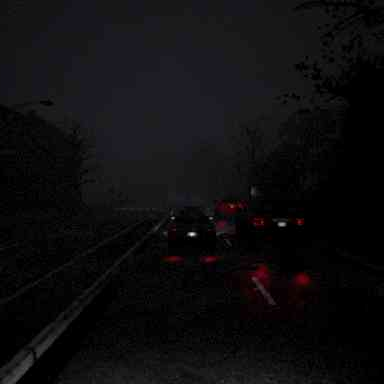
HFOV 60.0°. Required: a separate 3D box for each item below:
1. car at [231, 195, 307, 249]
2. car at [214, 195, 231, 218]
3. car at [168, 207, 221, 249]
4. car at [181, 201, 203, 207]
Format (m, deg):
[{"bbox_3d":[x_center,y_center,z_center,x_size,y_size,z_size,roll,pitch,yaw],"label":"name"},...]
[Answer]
[{"bbox_3d":[3.250,1.262,14.689,2.150,2.045,5.566,0,0,0],"label":"car"},{"bbox_3d":[3.250,1.270,29.696,2.150,2.045,5.566,0,0,0],"label":"car"},{"bbox_3d":[0.000,1.577,14.656,1.994,1.385,4.181,0,0,0],"label":"car"},{"bbox_3d":[0.000,1.545,29.663,1.812,1.442,4.674,0,0,0],"label":"car"}]
